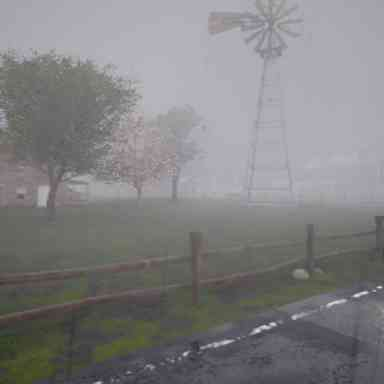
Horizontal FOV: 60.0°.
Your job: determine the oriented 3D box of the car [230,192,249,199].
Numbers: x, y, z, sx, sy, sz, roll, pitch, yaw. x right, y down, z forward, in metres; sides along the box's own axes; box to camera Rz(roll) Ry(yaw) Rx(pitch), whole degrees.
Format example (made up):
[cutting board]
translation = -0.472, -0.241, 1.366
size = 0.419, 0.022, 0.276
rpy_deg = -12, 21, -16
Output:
[car]
translation = 10.417, 0.710, 72.514
size = 1.882, 1.535, 5.008
rpy_deg = 1, 0, -35
